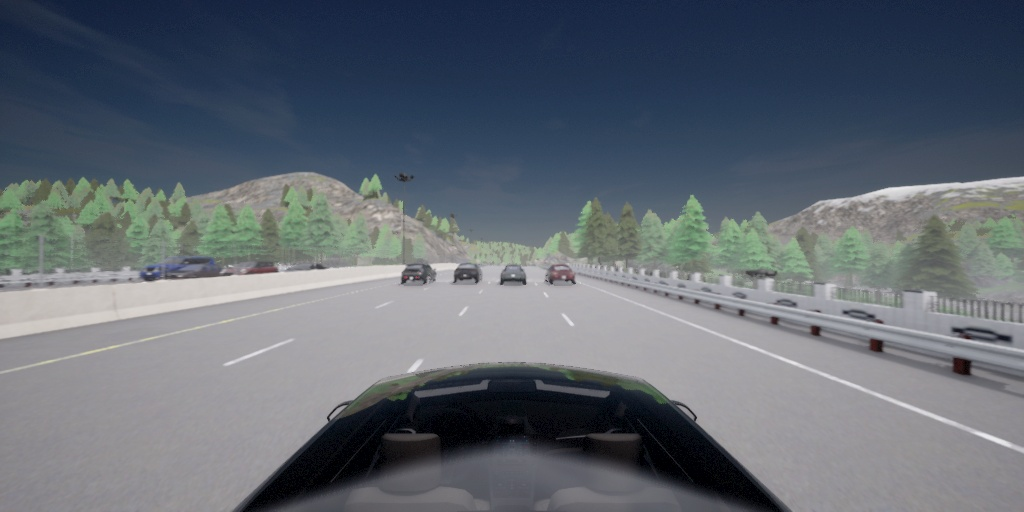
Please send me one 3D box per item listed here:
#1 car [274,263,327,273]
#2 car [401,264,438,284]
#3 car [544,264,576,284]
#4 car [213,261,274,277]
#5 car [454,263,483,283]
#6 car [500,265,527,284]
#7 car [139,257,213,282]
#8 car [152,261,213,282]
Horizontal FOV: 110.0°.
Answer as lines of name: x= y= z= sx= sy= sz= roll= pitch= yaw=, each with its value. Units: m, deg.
car: x=-17.585 y=1.345 z=30.616 sx=1.837 sy=1.490 sz=4.892 roll=0 pitch=-1 yaw=0
car: x=-6.907 y=1.308 z=27.028 sx=1.837 sy=1.490 sz=4.892 roll=0 pitch=0 yaw=0
car: x=3.582 y=1.328 z=27.091 sx=1.812 sy=1.442 sz=4.674 roll=0 pitch=0 yaw=0
car: x=-21.089 y=1.174 z=29.034 sx=2.097 sy=1.767 sz=4.553 roll=0 pitch=0 yaw=0
car: x=-3.406 y=1.293 z=28.487 sx=1.882 sy=1.535 sz=5.008 roll=0 pitch=-1 yaw=0
car: x=0.093 y=1.369 z=27.399 sx=1.994 sy=1.385 sz=4.181 roll=0 pitch=0 yaw=0
car: x=-28.081 y=1.064 z=30.516 sx=2.150 sy=2.045 sz=5.566 roll=0 pitch=-1 yaw=0
car: x=-24.592 y=1.366 z=28.373 sx=2.033 sy=1.411 sz=5.357 roll=0 pitch=-1 yaw=0
